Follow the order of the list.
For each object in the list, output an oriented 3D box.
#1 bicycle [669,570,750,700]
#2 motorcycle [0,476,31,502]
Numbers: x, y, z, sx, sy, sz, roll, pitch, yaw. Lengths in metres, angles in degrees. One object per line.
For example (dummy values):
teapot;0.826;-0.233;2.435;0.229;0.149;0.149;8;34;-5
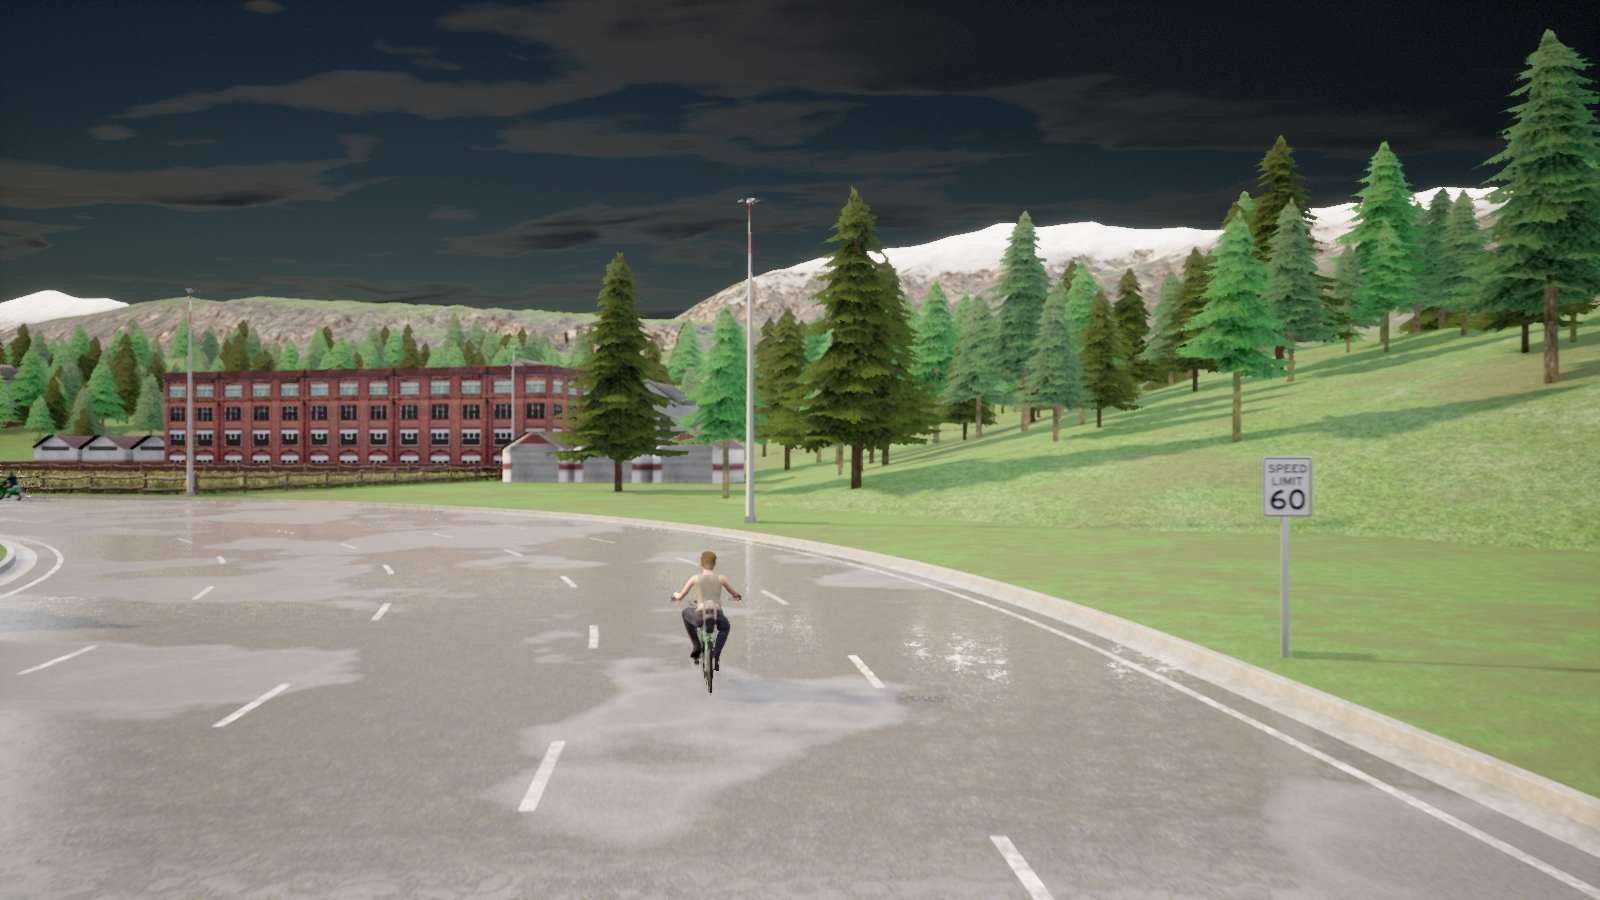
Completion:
bicycle;-1.097;2.148;13.547;0.859;1.276;1.487;0;0;-8
motorcycle;-42.594;2.102;61.614;1.805;1.316;0.856;0;0;15
